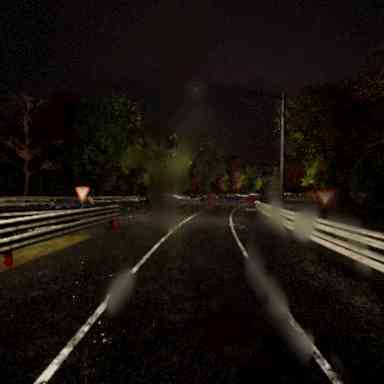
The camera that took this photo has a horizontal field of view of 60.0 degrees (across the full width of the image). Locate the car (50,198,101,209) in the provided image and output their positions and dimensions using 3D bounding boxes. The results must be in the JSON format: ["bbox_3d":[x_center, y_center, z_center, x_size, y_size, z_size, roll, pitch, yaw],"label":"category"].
[{"bbox_3d":[-8.731,1.231,25.683,2.097,1.767,4.553,1,0,22],"label":"car"}]

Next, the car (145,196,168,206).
[{"bbox_3d":[-5.506,1.326,52.485,1.882,1.535,5.008,1,0,22],"label":"car"}]

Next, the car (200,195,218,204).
[{"bbox_3d":[3.711,1.465,66.034,1.882,1.535,5.008,1,0,22],"label":"car"}]

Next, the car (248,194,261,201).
[{"bbox_3d":[16.014,1.605,87.266,1.882,1.535,5.008,1,0,22],"label":"car"}]

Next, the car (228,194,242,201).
[{"bbox_3d":[11.359,1.522,85.068,1.882,1.535,5.008,1,0,22],"label":"car"}]

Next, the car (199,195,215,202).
[{"bbox_3d":[3.451,1.475,74.778,2.033,1.411,5.357,1,0,22],"label":"car"}]
